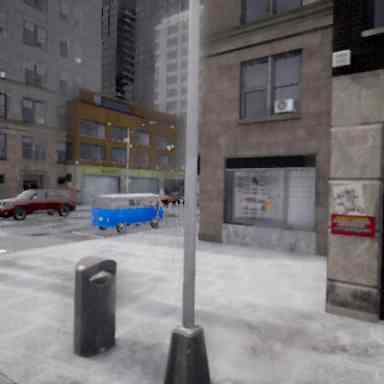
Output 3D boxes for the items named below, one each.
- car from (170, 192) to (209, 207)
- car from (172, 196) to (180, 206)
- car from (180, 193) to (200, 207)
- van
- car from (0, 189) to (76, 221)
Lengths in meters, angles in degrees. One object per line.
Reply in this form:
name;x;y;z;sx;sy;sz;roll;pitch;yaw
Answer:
car;-0.233;0.780;35.360;1.947;1.339;4.313;3;2;36
car;-3.499;0.829;30.799;1.887;1.381;4.507;3;2;36
car;1.083;0.863;32.635;1.994;1.385;4.181;2;2;36
van;-3.098;0.981;16.713;1.690;1.788;3.998;3;2;36
car;-10.027;0.738;21.673;2.192;1.841;5.009;3;2;36
